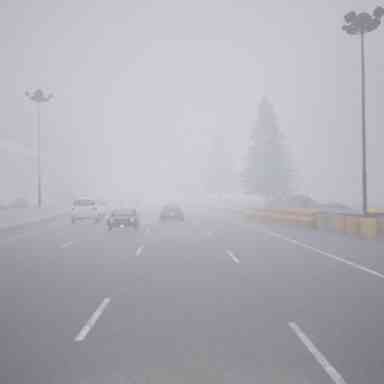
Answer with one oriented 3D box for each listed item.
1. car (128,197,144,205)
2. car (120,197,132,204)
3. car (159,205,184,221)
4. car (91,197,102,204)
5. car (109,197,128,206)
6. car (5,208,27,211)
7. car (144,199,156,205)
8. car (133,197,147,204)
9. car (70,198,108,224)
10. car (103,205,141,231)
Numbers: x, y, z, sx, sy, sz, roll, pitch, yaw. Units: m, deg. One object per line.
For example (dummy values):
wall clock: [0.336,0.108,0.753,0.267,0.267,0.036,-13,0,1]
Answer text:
car: [-12.627,2.159,72.463,2.128,1.511,4.902,0,0,-21]
car: [-16.302,2.050,81.904,1.882,1.535,5.008,0,0,-24]
car: [-1.889,1.791,29.388,1.994,1.385,4.181,0,0,-8]
car: [-22.771,2.096,79.230,1.882,1.535,5.008,0,0,-24]
car: [-15.676,2.195,70.624,2.033,1.411,5.357,0,0,-21]
car: [-22.247,2.013,42.694,2.128,1.511,4.902,0,0,-12]
car: [-9.433,2.205,73.910,1.895,1.301,4.718,0,0,-21]
car: [-13.067,2.075,83.241,2.128,1.511,4.902,0,0,-24]
car: [-8.699,1.507,28.014,2.150,2.045,5.566,0,0,-8]
car: [-4.482,1.805,22.480,1.895,1.301,4.718,-1,0,-6]
